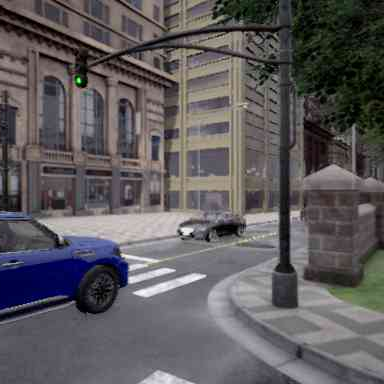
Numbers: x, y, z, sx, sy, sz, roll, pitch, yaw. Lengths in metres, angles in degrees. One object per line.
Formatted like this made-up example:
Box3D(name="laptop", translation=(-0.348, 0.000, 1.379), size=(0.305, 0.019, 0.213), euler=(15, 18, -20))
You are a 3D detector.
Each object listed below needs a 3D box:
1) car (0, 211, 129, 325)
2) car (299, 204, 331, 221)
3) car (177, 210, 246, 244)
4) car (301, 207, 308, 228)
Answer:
Box3D(name="car", translation=(-3.590, 1.283, 5.499), size=(2.150, 2.045, 5.566), euler=(0, -1, 35))
Box3D(name="car", translation=(12.570, 2.026, 33.779), size=(1.882, 1.535, 5.008), euler=(0, -1, 35))
Box3D(name="car", translation=(1.141, 1.732, 17.583), size=(2.128, 1.511, 4.902), euler=(0, -1, 35))
Box3D(name="car", translation=(10.285, 1.646, 25.175), size=(2.150, 2.045, 5.566), euler=(0, -1, 35))
